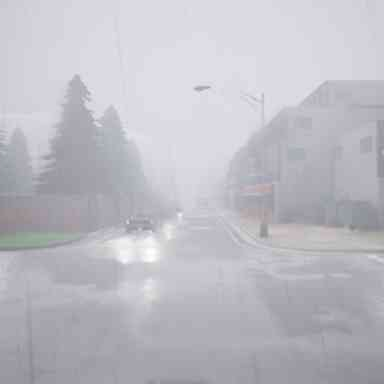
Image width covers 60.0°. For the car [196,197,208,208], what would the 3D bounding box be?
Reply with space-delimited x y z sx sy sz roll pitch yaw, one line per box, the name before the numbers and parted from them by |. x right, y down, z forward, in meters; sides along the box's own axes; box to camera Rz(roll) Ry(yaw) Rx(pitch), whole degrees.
car | 1.877 2.012 63.227 2.150 2.045 5.566 0 -2 2

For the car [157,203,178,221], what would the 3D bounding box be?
car | -2.719 2.004 31.683 1.895 1.301 4.718 0 -1 2

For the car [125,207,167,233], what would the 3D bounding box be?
car | -3.005 1.878 21.683 1.895 1.301 4.718 0 -1 2

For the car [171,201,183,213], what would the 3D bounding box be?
car | -2.284 2.092 46.302 1.837 1.490 4.892 0 -1 2
